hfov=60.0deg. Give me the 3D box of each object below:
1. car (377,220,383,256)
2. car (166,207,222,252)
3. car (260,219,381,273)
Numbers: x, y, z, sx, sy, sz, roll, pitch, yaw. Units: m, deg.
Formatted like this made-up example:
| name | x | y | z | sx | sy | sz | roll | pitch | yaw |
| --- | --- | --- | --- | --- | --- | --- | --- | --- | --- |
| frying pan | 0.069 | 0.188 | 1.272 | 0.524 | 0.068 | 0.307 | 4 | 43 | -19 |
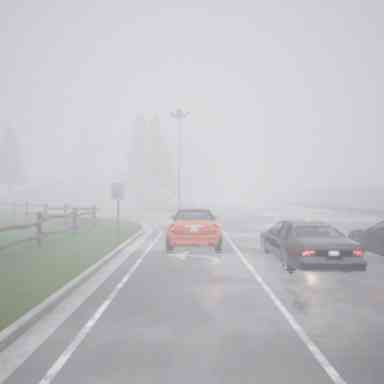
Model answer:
| name | x | y | z | sx | sy | sz | roll | pitch | yaw |
| --- | --- | --- | --- | --- | --- | --- | --- | --- | --- |
| car | 7.059 | 1.580 | 10.822 | 2.033 | 1.411 | 5.357 | 0 | 0 | 1 |
| car | 0.088 | 1.394 | 14.198 | 2.097 | 1.767 | 4.553 | 0 | 0 | 0 |
| car | 3.560 | 1.580 | 10.788 | 2.033 | 1.411 | 5.357 | 0 | 0 | 1 |
